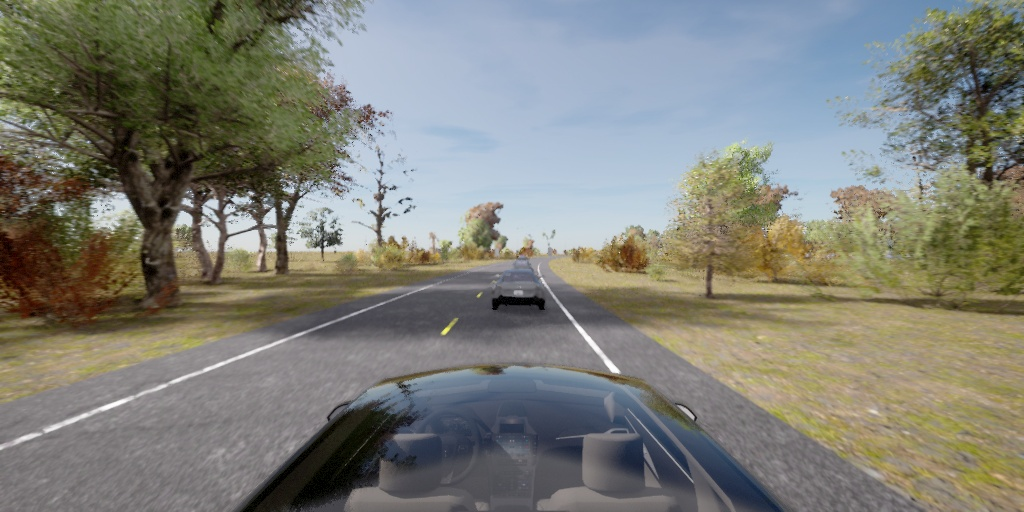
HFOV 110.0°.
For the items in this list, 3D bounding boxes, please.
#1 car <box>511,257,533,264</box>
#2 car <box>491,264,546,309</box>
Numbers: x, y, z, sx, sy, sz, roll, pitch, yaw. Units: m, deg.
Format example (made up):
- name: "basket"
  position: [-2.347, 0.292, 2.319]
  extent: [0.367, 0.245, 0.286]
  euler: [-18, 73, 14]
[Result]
- name: "car"
  position: [0.872, 1.042, 31.781]
  extent: [1.994, 1.385, 4.181]
  euler: [0, 1, 3]
- name: "car"
  position: [0.258, 1.203, 14.252]
  extent: [1.994, 1.385, 4.181]
  euler: [0, 1, 1]
